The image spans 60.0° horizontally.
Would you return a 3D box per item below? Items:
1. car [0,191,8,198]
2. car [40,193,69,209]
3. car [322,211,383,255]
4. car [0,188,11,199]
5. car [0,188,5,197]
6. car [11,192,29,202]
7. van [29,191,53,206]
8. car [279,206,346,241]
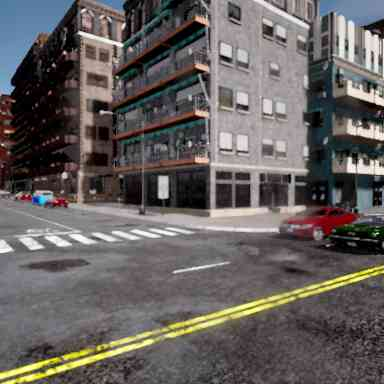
[{"bbox_3d":[-38.391,0.445,66.782,2.008,1.369,4.403,1,0,-37],"label":"car"},{"bbox_3d":[-14.457,1.067,35.514,1.802,1.307,4.206,1,0,-37],"label":"car"},{"bbox_3d":[7.393,1.511,12.941,4.718,1.301,1.895,0,0,-35],"label":"car"},{"bbox_3d":[-34.981,0.529,62.308,2.008,1.369,4.403,1,0,-37],"label":"car"},{"bbox_3d":[-41.795,0.125,71.256,2.192,1.841,5.009,1,0,-37],"label":"car"},{"bbox_3d":[-24.748,0.672,48.885,1.967,1.590,4.097,1,0,-37],"label":"car"},{"bbox_3d":[-17.900,0.742,39.958,1.690,1.788,3.998,1,0,-37],"label":"van"},{"bbox_3d":[6.232,1.429,16.103,4.674,1.442,1.812,0,0,-35],"label":"car"}]
